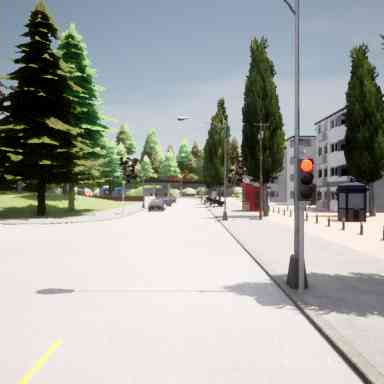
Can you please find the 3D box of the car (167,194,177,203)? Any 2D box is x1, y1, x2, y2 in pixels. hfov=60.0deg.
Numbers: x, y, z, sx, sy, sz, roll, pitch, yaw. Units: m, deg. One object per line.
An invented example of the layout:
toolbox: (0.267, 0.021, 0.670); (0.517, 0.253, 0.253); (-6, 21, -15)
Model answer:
car: (-4.025, 1.507, 66.660); (1.837, 1.490, 4.892); (0, 0, 0)

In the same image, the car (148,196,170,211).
car: (-4.129, 1.547, 40.160); (2.033, 1.411, 5.357); (0, 0, 0)

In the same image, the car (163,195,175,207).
car: (-4.120, 1.564, 50.810); (1.994, 1.385, 4.181); (0, 0, 0)
